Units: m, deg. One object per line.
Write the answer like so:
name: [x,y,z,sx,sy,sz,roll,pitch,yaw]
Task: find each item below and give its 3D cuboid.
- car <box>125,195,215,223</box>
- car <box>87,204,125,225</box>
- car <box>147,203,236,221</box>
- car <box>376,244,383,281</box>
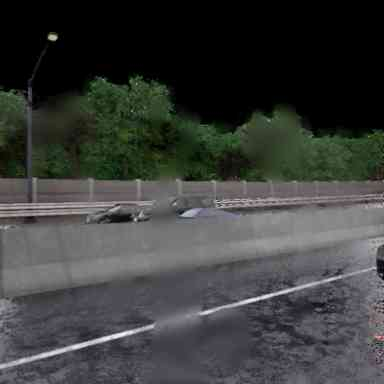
car: [-0.931,1.200,20.439,5.566,2.045,2.150,0,0,-35]
car: [-4.593,1.508,22.145,4.674,1.442,1.812,0,0,-35]
car: [0.321,1.509,17.041,4.674,1.442,1.812,0,0,-35]
car: [6.483,1.494,8.294,4.892,1.490,1.837,0,0,-35]
